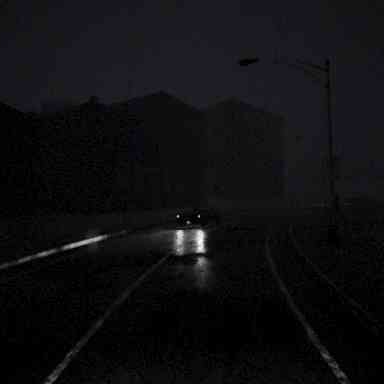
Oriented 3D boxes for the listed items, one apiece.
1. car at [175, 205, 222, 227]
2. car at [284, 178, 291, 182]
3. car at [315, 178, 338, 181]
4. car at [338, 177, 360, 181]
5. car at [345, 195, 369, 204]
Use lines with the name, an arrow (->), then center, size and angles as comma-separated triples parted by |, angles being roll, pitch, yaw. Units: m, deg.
car -> 0.555, 1.624, 23.207 | 1.895, 1.301, 4.718 | -2, 0, 22
car -> 23.100, -2.967, 85.575 | 4.553, 1.767, 2.185 | -1, -5, 0
car -> 34.042, -2.940, 85.636 | 4.892, 1.521, 2.231 | -1, -5, 0
car -> 39.561, -2.977, 85.679 | 4.892, 1.521, 2.231 | 0, -5, -1
car -> 27.161, 1.215, 54.759 | 4.181, 1.385, 1.994 | -1, -3, -30
